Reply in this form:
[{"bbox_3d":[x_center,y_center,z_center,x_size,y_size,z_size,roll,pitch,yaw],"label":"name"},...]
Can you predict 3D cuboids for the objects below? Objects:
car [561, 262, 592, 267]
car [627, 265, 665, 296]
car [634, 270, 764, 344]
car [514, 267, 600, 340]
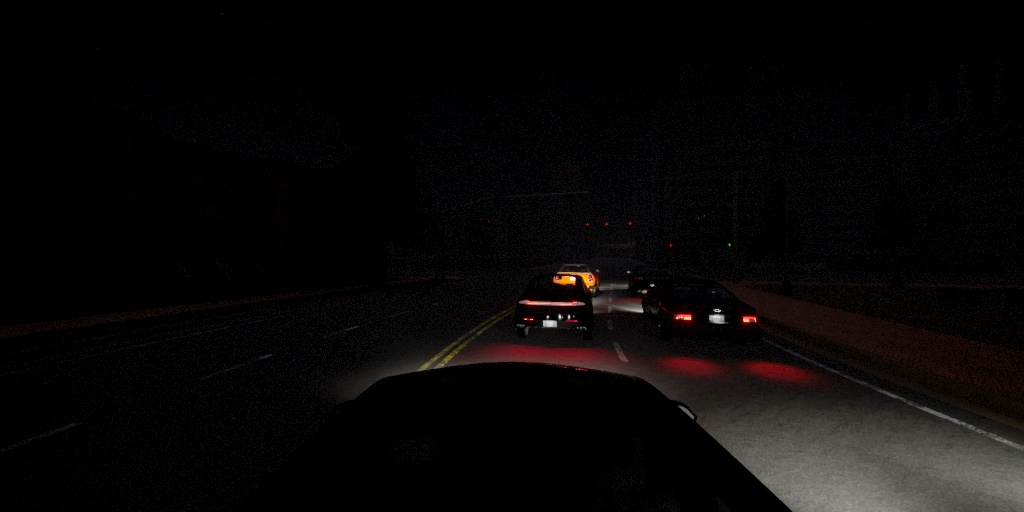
[{"bbox_3d":[3.487,1.102,18.963,2.097,1.767,4.553,0,0,16],"label":"car"},{"bbox_3d":[7.254,1.228,19.135,1.882,1.535,5.008,0,0,16],"label":"car"},{"bbox_3d":[4.696,1.297,9.647,2.033,1.411,5.357,0,0,13],"label":"car"},{"bbox_3d":[1.323,1.242,10.076,2.128,1.511,4.902,0,0,12],"label":"car"}]
